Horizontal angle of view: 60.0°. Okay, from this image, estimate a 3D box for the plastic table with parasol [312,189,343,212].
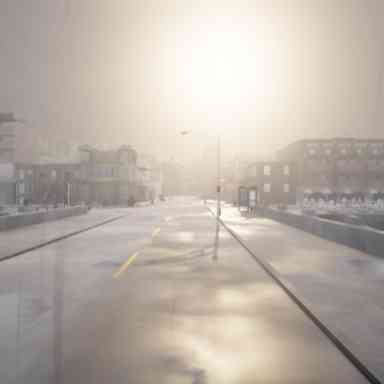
[{"bbox_3d":[15.169,0.888,37.368,2.482,2.480,2.482,0,0,0],"label":"plastic table with parasol"}]
